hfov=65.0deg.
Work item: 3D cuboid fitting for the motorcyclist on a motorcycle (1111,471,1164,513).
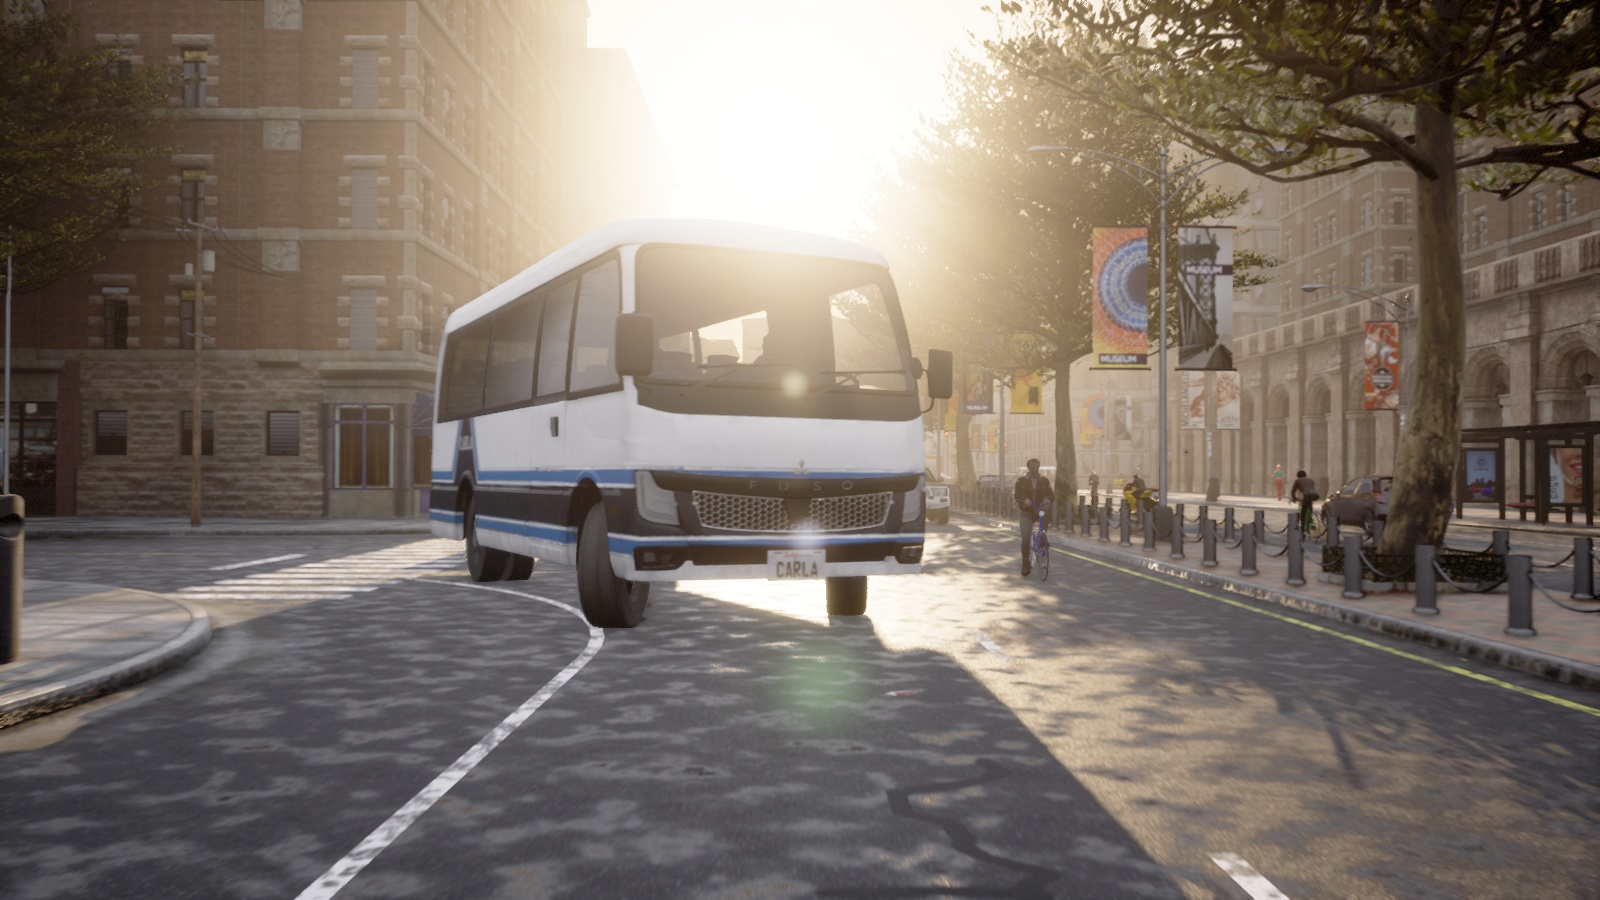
[{"bbox_3d":[12.442,1.524,46.395,0.797,1.523,2.044,0,-1,-22],"label":"motorcyclist on a motorcycle"}]

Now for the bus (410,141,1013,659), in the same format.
[{"bbox_3d":[-1.998,-0.290,15.782,3.944,4.253,10.273,1,-2,-26],"label":"bus"}]

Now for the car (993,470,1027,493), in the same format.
[{"bbox_3d":[14.768,2.213,88.363,1.789,1.549,3.705,0,-1,0],"label":"car"}]

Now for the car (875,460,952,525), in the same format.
[{"bbox_3d":[3.405,1.261,38.436,1.932,1.855,4.605,0,-1,0],"label":"car"}]

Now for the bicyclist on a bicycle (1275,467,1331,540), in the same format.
[{"bbox_3d":[11.430,1.200,28.573,0.582,1.620,1.656,0,-1,0],"label":"bicyclist on a bicycle"}]

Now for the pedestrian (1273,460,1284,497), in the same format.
[{"bbox_3d":[23.868,1.425,62.653,0.345,1.836,0.594,0,-1,8],"label":"pedestrian"}]

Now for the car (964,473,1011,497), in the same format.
[{"bbox_3d":[11.314,2.090,76.034,2.033,1.411,5.357,0,-1,0],"label":"car"}]

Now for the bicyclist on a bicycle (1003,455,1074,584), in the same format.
[{"bbox_3d":[3.454,0.978,18.319,0.659,1.776,1.843,0,-1,0],"label":"bicyclist on a bicycle"}]

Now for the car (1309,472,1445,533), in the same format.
[{"bbox_3d":[14.920,1.316,32.667,1.845,1.501,3.633,0,-1,0],"label":"car"}]
